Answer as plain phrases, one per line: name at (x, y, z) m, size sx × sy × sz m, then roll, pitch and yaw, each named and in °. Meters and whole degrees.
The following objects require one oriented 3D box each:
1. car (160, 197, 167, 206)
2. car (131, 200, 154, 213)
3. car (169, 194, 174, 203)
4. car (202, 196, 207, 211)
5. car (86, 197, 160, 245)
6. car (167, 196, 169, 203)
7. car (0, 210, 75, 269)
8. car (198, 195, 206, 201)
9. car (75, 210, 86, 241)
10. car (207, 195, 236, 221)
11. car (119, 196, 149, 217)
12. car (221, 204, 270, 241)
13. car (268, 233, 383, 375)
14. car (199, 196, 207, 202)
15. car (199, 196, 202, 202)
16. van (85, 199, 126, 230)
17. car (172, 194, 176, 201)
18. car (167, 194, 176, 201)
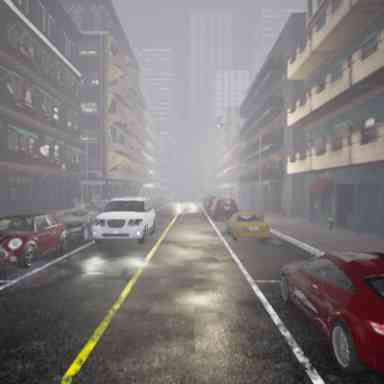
car at (-5.708, 1.717, 55.811) m, size 1.802 × 1.307 × 4.206 m, roll -1°, pitch 0°, yaw 0°
car at (-5.713, 1.644, 39.005) m, size 2.008 × 1.369 × 4.403 m, roll -1°, pitch 0°, yaw 0°
car at (-5.711, 1.728, 72.618) m, size 2.008 × 1.369 × 4.403 m, roll -1°, pitch 0°, yaw 0°
car at (2.671, 1.409, 38.978) m, size 2.192 × 1.841 × 5.009 m, roll -1°, pitch 0°, yaw 0°
car at (-3.051, 1.262, 16.115) m, size 2.150 × 2.045 × 5.566 m, roll 0°, pitch 0°, yaw 1°
car at (-5.709, 1.731, 61.413) m, size 1.802 × 1.307 × 4.206 m, roll -1°, pitch 0°, yaw 0°
car at (-5.670, 1.466, 10.995) m, size 1.967 × 1.590 × 4.097 m, roll -1°, pitch 0°, yaw 0°
car at (2.664, 1.659, 89.396) m, size 1.967 × 1.590 × 4.097 m, roll -1°, pitch 0°, yaw 0°
car at (-5.670, 1.590, 16.597) m, size 2.008 × 1.369 × 4.403 m, roll -1°, pitch 0°, yaw 0°
car at (2.673, 1.382, 27.774) m, size 2.192 × 1.841 × 5.009 m, roll -1°, pitch 0°, yaw 0°
car at (-5.698, 1.395, 33.403) m, size 2.192 × 1.841 × 5.009 m, roll -1°, pitch 0°, yaw 0°
car at (2.677, 1.566, 16.740) m, size 1.752 × 1.417 × 4.829 m, roll -1°, pitch 0°, yaw 0°
car at (2.680, 1.595, 5.365) m, size 1.802 × 1.307 × 4.206 m, roll -1°, pitch 0°, yaw 0°
car at (2.667, 1.771, 83.794) m, size 1.947 × 1.339 × 4.313 m, roll -1°, pitch 0°, yaw 0°
car at (2.669, 1.436, 50.183) m, size 2.192 × 1.841 × 5.009 m, roll -1°, pitch 0°, yaw 0°
van at (-5.673, 1.394, 22.199) m, size 1.690 × 1.788 × 3.998 m, roll -1°, pitch 0°, yaw 0°
car at (-5.713, 1.755, 83.821) m, size 2.008 × 1.369 × 4.403 m, roll -1°, pitch 0°, yaw 0°
car at (-5.718, 1.548, 95.026) m, size 2.192 × 1.841 × 5.009 m, roll -1°, pitch 0°, yaw 0°
